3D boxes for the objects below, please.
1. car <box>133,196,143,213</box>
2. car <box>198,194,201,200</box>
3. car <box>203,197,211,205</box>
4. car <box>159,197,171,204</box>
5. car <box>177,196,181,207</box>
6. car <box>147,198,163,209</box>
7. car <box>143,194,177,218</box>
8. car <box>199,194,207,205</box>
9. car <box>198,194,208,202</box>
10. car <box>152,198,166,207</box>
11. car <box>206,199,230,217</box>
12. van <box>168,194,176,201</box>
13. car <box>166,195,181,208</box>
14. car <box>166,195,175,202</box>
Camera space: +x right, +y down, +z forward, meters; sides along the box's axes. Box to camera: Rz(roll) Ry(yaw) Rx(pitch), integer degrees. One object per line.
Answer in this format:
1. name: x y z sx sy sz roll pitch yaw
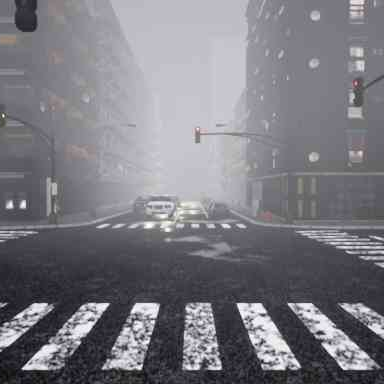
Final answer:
1. car: -5.270 1.340 36.966 2.192 1.841 5.009 -1 0 0
2. car: 2.674 1.627 75.669 1.802 1.307 4.206 -1 0 0
3. car: 2.613 1.576 36.894 2.008 1.369 4.403 -1 0 0
4. car: -5.224 1.623 64.652 1.802 1.307 4.206 -1 0 0
5. car: -2.785 1.519 40.305 2.128 1.511 4.902 0 0 0
6. car: -5.251 1.557 47.870 1.752 1.417 4.829 -1 0 0
7. car: -2.808 1.243 30.356 2.150 2.045 5.566 0 0 0
8. car: 2.647 1.583 59.051 1.887 1.381 4.507 -1 0 0
9. car: 2.679 1.362 81.209 2.192 1.841 5.009 -1 0 0
10. car: -5.241 1.617 53.578 1.802 1.307 4.206 -1 0 0
11. car: 2.604 1.604 31.355 1.802 1.307 4.206 -1 0 0
12. van: -5.192 1.390 86.801 1.690 1.788 3.998 -1 0 0
13. car: -2.759 1.385 50.368 2.097 1.767 4.553 0 0 0
14. car: -5.199 1.573 81.094 1.752 1.417 4.829 -1 0 0
